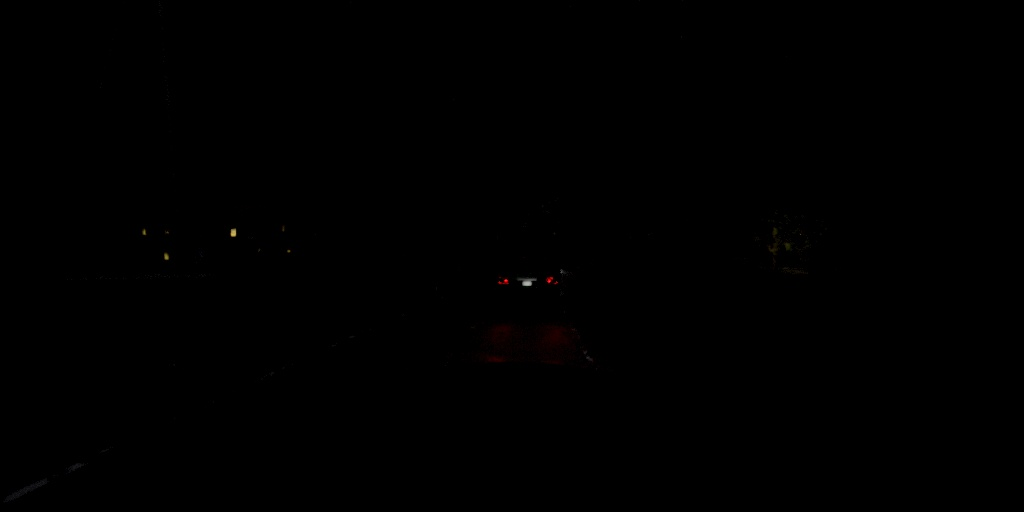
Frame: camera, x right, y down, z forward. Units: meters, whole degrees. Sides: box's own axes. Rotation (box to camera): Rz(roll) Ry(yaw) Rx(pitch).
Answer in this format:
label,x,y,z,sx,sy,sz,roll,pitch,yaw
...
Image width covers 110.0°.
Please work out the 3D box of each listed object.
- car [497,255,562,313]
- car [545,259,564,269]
label,x,y,z,sx,sy,sz,roll,pitch,yaw
car,0.754,0.960,14.143,2.150,2.045,5.566,0,0,6
car,6.655,1.217,55.668,2.128,1.511,4.902,0,0,16
